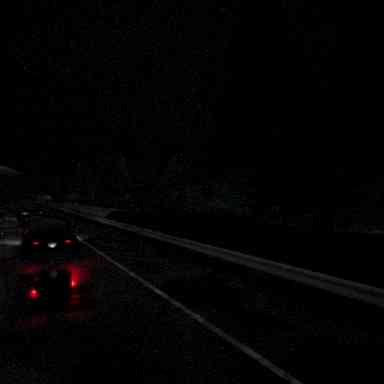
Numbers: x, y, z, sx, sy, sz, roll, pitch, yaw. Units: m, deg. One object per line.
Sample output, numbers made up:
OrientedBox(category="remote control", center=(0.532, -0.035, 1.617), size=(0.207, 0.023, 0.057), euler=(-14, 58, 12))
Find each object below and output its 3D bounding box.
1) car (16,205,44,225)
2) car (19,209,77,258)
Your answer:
OrientedBox(category="car", center=(-12.744, 1.762, 26.365), size=(2.128, 1.511, 4.902), euler=(0, 0, -28))
OrientedBox(category="car", center=(-5.884, 1.657, 13.521), size=(1.812, 1.442, 4.674), euler=(0, 0, -28))
